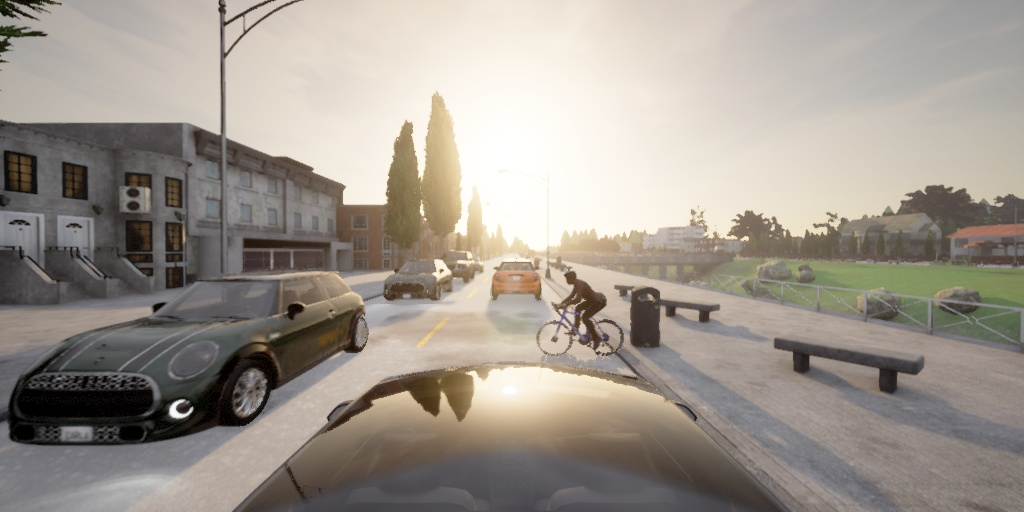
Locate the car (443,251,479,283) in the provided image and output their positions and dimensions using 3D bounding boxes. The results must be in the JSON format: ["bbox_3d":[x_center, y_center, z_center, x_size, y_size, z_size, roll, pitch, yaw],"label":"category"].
[{"bbox_3d":[-3.839,0.672,24.787,2.150,2.045,5.566,0,1,0],"label":"car"}]

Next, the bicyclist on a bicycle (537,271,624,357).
[{"bbox_3d":[1.280,1.098,6.781,1.656,1.620,0.582,-1,1,0],"label":"bicyclist on a bicycle"}]

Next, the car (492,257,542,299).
[{"bbox_3d":[0.202,0.912,16.793,2.097,1.767,4.553,0,1,0],"label":"car"}]

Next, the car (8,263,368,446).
[{"bbox_3d":[-4.081,1.050,5.610,2.097,1.767,4.553,0,1,0],"label":"car"}]

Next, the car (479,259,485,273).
[{"bbox_3d":[-3.776,0.898,34.692,1.994,1.385,4.181,0,1,1],"label":"car"}]

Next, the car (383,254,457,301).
[{"bbox_3d":[-4.004,0.922,15.941,2.097,1.767,4.553,0,1,1],"label":"car"}]
